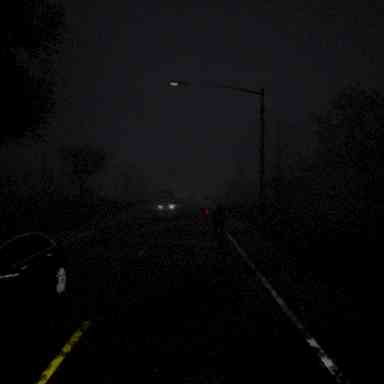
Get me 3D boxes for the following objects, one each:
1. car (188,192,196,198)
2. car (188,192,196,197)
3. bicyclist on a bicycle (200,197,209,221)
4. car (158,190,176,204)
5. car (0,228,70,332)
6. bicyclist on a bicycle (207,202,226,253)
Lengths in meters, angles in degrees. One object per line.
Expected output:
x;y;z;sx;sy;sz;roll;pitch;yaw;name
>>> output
-0.003;0.694;78.229;2.033;1.411;5.357;0;1;0;car
-0.003;0.630;90.752;1.895;1.301;4.718;0;1;0;car
0.981;1.167;23.165;0.866;1.612;1.509;0;1;0;bicyclist on a bicycle
-3.552;0.681;47.974;2.150;2.045;5.566;0;1;1;car
-3.596;1.439;5.484;1.837;1.490;4.892;0;1;0;car
0.963;1.312;11.981;0.582;1.620;1.656;0;0;0;bicyclist on a bicycle
